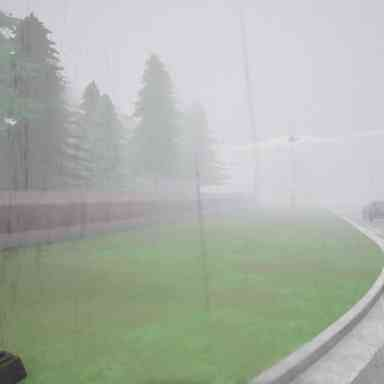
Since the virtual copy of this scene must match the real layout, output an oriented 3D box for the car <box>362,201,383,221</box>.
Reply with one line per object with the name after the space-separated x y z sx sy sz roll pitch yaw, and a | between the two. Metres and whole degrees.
16.475 1.557 29.351 2.097 1.767 4.553 -1 -1 19 | car
